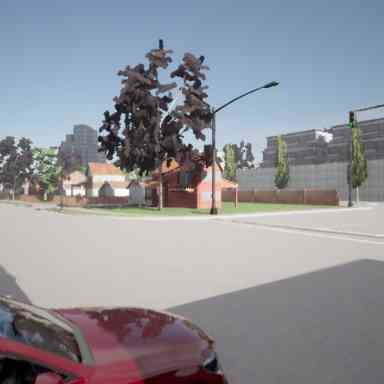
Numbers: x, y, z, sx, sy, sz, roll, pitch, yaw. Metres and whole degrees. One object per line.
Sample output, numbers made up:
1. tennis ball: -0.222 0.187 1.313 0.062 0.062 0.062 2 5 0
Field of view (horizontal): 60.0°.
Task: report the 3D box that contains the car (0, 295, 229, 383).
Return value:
1. car: -1.850 1.519 2.421 4.674 1.442 1.812 0 0 -36
